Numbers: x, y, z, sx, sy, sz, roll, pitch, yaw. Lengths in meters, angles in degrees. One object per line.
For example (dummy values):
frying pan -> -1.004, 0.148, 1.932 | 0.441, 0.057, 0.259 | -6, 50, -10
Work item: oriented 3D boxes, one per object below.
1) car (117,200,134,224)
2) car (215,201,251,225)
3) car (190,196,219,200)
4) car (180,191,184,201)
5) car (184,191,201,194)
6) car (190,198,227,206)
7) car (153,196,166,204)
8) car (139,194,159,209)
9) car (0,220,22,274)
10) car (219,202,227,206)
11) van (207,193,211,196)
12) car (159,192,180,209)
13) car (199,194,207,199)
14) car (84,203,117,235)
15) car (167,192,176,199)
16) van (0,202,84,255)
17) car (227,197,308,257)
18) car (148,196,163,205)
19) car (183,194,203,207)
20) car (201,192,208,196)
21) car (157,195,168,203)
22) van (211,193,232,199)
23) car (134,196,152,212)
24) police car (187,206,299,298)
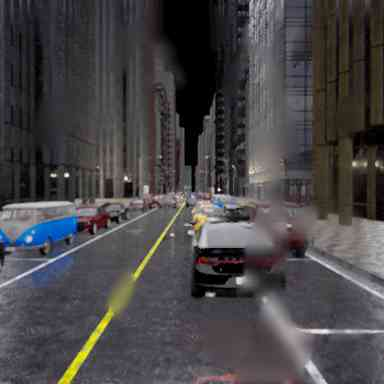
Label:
car -> -5.708, 1.451, 23.882 | 1.947, 1.339, 4.313 | 0, 0, 0
car -> 2.817, 1.435, 23.878 | 2.008, 1.369, 4.403 | 0, 0, 0
car -> 0.910, 1.337, 24.658 | 1.801, 1.575, 5.366 | 0, 0, 0
car -> -2.838, 1.060, 68.505 | 2.097, 1.767, 4.553 | 0, 0, 0
car -> 0.145, 0.937, 61.114 | 2.150, 2.045, 5.566 | 0, 0, 0
car -> 0.928, 1.365, 18.658 | 1.801, 1.575, 5.366 | 0, 0, 0
car -> -5.627, 1.313, 57.591 | 1.802, 1.307, 4.206 | 0, 0, 0
car -> -5.668, 1.122, 40.735 | 2.192, 1.841, 5.009 | 0, 0, 0
car -> -5.748, 1.532, 7.027 | 1.947, 1.339, 4.313 | 0, 0, 0
car -> 2.804, 1.477, 18.260 | 1.947, 1.339, 4.313 | 0, 0, 0
van -> 2.844, 1.173, 35.114 | 1.690, 1.788, 3.998 | 0, 0, 0
car -> -2.954, 1.156, 41.225 | 2.097, 1.767, 4.553 | 0, 0, 1
car -> 2.976, 1.145, 90.063 | 2.008, 1.369, 4.403 | 0, 0, 0
car -> -5.721, 1.457, 18.263 | 1.887, 1.381, 4.507 | 0, 0, 0
car -> -5.550, 0.910, 90.062 | 2.192, 1.841, 5.009 | 0, 0, 0
van -> -5.735, 1.280, 12.644 | 1.690, 1.788, 3.998 | 0, 0, 0
car -> 2.790, 1.253, 12.639 | 2.192, 1.841, 5.009 | 0, 0, 0
car -> -5.640, 1.301, 51.973 | 1.887, 1.381, 4.507 | 0, 0, 0
car -> 0.137, 1.349, 45.563 | 1.994, 1.385, 4.181 | 0, 0, 1
car -> 2.911, 1.021, 63.208 | 2.192, 1.841, 5.009 | 0, 0, 0
car -> -5.613, 1.289, 63.210 | 1.802, 1.307, 4.206 | 0, 0, 0
van -> 2.831, 1.199, 29.496 | 1.690, 1.788, 3.998 | 0, 0, 0
car -> -5.681, 1.415, 35.118 | 1.802, 1.307, 4.206 | 0, 0, 0
police car -> 0.918, 1.383, 8.577 | 1.930, 1.638, 5.238 | 0, 0, 0
